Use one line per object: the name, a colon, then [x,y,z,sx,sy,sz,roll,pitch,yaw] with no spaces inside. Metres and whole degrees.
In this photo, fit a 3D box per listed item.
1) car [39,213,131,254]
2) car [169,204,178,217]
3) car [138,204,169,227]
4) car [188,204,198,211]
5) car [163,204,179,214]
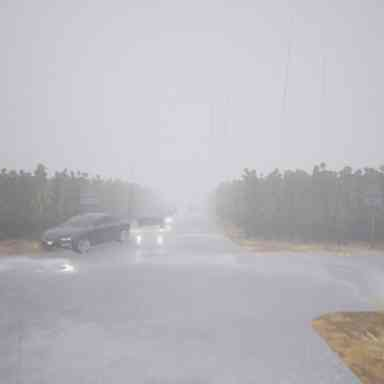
car: [-4.684,1.772,15.317,1.837,1.490,4.892,1,0,22]
car: [-3.173,2.152,39.745,2.128,1.511,4.902,0,-2,0]
car: [-3.185,1.958,27.210,1.882,1.535,5.008,0,0,0]
car: [0.133,3.076,64.985,1.895,1.301,4.718,0,-1,0]
car: [-3.141,2.607,51.099,2.033,1.411,5.357,0,-2,0]
